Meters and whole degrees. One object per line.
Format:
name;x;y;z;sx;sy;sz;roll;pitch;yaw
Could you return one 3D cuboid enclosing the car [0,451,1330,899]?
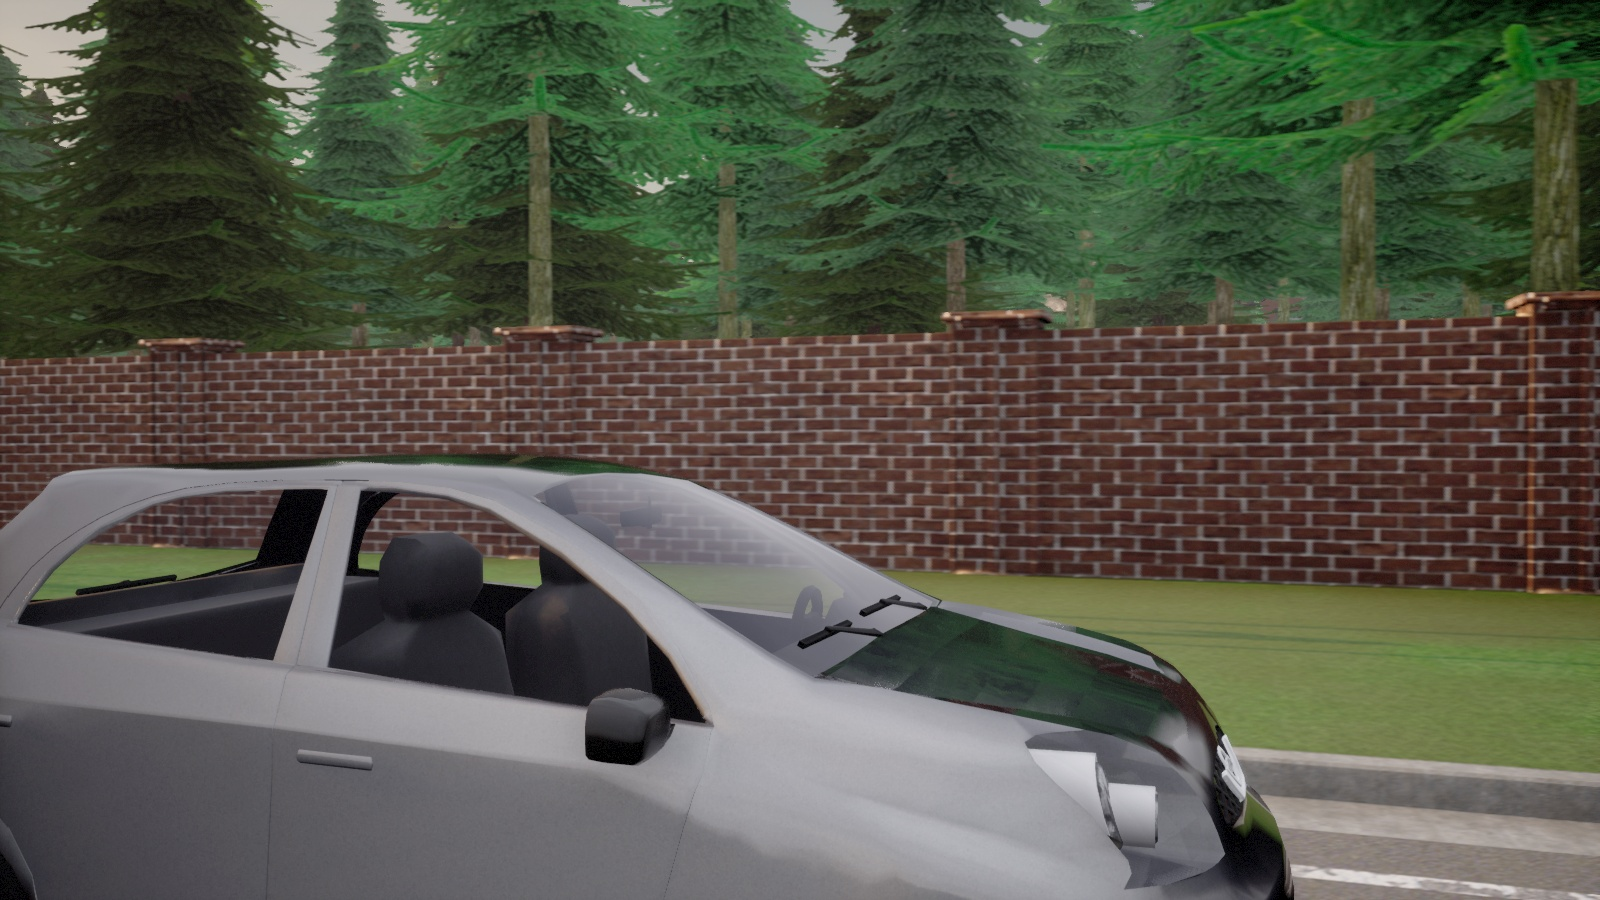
car;-0.614;0.784;3.400;3.633;1.501;1.845;1;1;19
